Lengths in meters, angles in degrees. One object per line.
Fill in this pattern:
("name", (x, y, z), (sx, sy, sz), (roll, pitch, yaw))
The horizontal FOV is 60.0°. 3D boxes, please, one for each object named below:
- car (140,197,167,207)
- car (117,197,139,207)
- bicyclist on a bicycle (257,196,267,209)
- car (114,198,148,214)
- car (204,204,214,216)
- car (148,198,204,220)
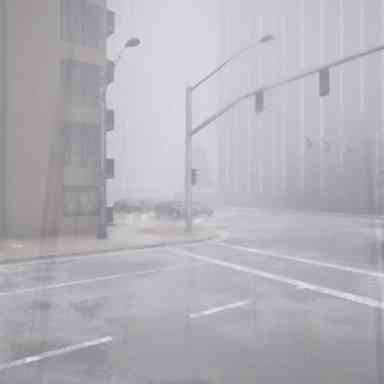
("car", (-6.360, 1.588, 54.015), (2.033, 1.411, 5.357), (0, 0, -35))
("car", (-10.414, 1.599, 53.843), (1.994, 1.385, 4.181), (0, 0, -35))
("bicyclist on a bicycle", (8.634, 1.348, 41.066), (1.656, 1.620, 0.582), (0, 0, -35))
("car", (-6.917, 1.501, 36.313), (1.882, 1.535, 5.008), (0, 0, -35))
("car", (0.156, 1.555, 32.312), (1.812, 1.442, 4.674), (0, 0, -35))
("car", (-1.490, 1.515, 28.522), (2.128, 1.511, 4.902), (0, 0, -35))
